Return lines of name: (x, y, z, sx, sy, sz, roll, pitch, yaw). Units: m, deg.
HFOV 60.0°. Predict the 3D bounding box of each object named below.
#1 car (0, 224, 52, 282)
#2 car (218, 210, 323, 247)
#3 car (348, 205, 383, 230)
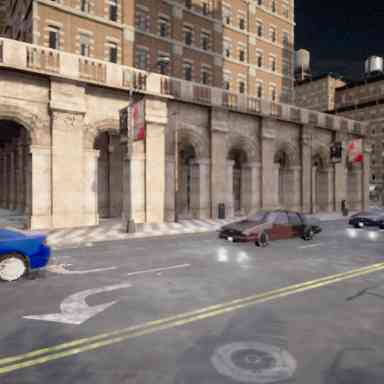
car: (-6.182, 1.477, 8.200, 5.008, 1.535, 1.882, 0, 0, -35)
car: (3.748, 1.540, 15.212, 5.357, 1.411, 2.033, 0, 0, -35)
car: (12.161, 1.534, 21.159, 5.357, 1.411, 2.033, 0, 0, -35)
